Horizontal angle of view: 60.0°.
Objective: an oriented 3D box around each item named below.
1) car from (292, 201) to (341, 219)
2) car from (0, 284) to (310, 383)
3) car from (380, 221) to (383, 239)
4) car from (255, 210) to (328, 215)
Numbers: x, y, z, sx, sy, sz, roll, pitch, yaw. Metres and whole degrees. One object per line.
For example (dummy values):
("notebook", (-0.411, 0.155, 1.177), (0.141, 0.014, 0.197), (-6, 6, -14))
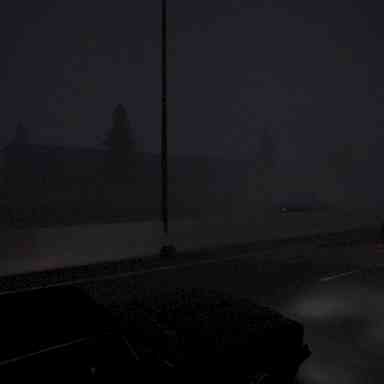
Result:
("car", (10.952, 1.500, 29.133), (4.181, 1.385, 1.994), (0, 0, -36))
("car", (-1.056, 1.599, 2.997), (4.718, 1.301, 1.895), (0, 0, -36))
("car", (10.774, 1.520, 15.822), (4.181, 1.385, 1.994), (0, 0, -36))
("car", (6.181, 1.504, 21.385), (5.357, 1.411, 2.033), (0, 0, -36))
